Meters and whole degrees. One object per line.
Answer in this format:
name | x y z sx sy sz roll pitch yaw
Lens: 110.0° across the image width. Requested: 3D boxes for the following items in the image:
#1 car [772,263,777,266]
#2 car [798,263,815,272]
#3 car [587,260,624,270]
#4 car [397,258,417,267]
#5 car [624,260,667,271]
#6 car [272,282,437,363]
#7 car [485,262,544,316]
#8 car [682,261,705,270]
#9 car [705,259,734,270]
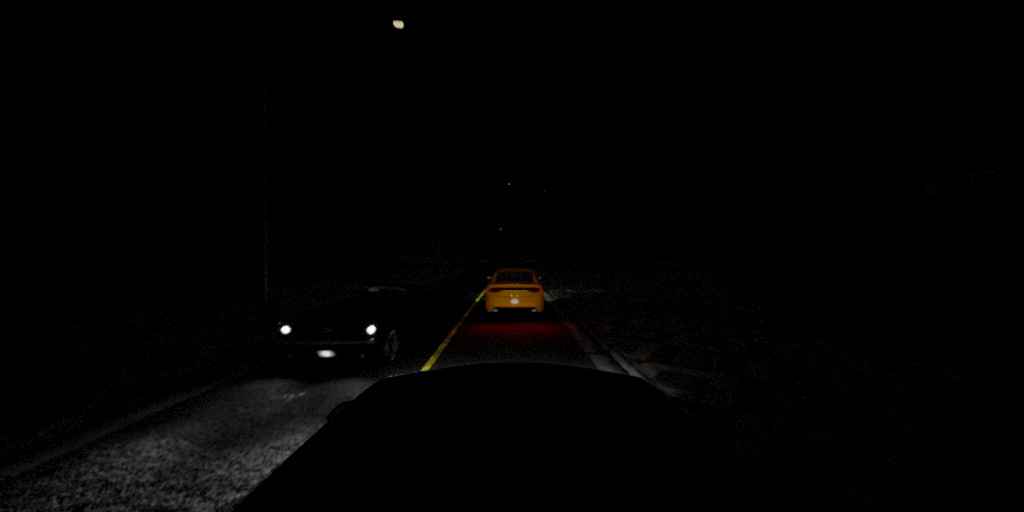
car | 34.648 1.621 47.529 4.507 1.381 1.888 0 0 0
car | 40.299 1.752 47.535 4.207 1.307 1.802 0 0 0
car | 12.076 1.284 47.506 4.313 1.339 1.948 0 0 0
car | -14.832 0.880 47.383 4.403 1.370 2.007 0 0 0
car | 17.888 1.330 47.512 4.829 1.417 1.751 0 0 0
car | -3.107 1.315 8.203 1.895 1.301 4.718 0 0 0
car | 0.083 1.166 13.099 1.882 1.535 5.008 0 1 0
car | 29.005 1.480 56.049 4.507 1.381 1.888 0 0 0
car | 29.005 1.298 47.523 5.009 1.841 2.192 0 0 0
